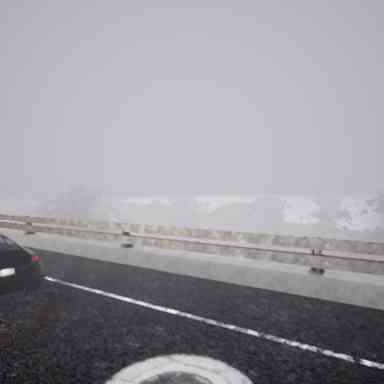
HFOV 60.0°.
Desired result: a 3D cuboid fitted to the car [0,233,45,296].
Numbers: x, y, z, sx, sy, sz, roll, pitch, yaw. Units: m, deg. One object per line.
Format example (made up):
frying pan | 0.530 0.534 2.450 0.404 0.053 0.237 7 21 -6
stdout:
car | -5.366 1.593 7.860 4.181 1.385 1.994 0 0 36
